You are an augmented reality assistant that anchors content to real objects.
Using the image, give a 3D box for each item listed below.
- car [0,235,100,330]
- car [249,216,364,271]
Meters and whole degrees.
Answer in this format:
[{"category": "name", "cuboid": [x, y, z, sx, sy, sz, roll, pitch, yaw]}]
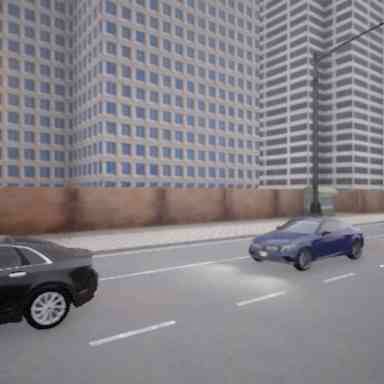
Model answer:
[{"category": "car", "cuboid": [-4.006, 1.524, 5.393, 4.892, 1.490, 1.837, 0, 0, -36]}, {"category": "car", "cuboid": [3.989, 1.561, 11.169, 4.674, 1.442, 1.812, 0, 0, -36]}]
